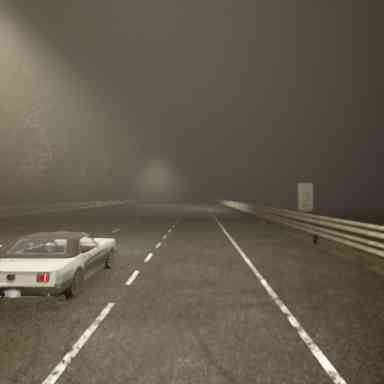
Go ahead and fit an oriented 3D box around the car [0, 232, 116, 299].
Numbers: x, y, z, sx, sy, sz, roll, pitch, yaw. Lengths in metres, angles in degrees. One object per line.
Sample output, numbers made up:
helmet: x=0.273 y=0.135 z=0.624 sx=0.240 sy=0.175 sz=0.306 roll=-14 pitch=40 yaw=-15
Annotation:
car: x=-3.387 y=1.691 z=8.610 sx=1.895 sy=1.301 sz=4.718 roll=0 pitch=-1 yaw=1
